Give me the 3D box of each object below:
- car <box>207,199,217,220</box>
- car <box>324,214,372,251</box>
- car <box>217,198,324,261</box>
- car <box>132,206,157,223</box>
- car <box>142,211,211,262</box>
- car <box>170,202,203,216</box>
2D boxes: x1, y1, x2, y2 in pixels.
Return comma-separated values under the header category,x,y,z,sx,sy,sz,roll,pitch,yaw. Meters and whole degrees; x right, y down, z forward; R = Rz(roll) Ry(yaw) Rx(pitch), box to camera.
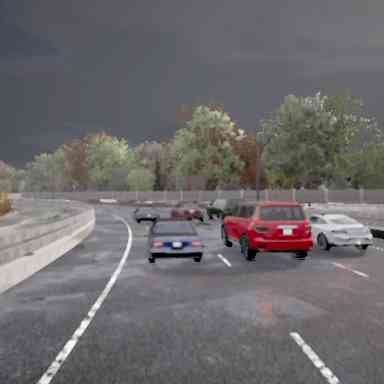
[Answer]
category,x,y,z,sx,sy,sz,roll,pitch,yaw
car,3.044,1.543,29.497,2.150,2.045,5.566,0,0,-15
car,6.000,1.687,14.882,1.812,1.442,4.674,0,0,-8
car,2.703,1.368,13.197,2.150,2.045,5.566,0,0,-7
car,-3.964,1.872,28.533,1.994,1.385,4.181,0,-1,-16
car,-0.763,1.686,12.713,2.033,1.411,5.357,0,-1,-7
car,-0.582,1.668,29.427,2.097,1.767,4.553,0,-1,-16
